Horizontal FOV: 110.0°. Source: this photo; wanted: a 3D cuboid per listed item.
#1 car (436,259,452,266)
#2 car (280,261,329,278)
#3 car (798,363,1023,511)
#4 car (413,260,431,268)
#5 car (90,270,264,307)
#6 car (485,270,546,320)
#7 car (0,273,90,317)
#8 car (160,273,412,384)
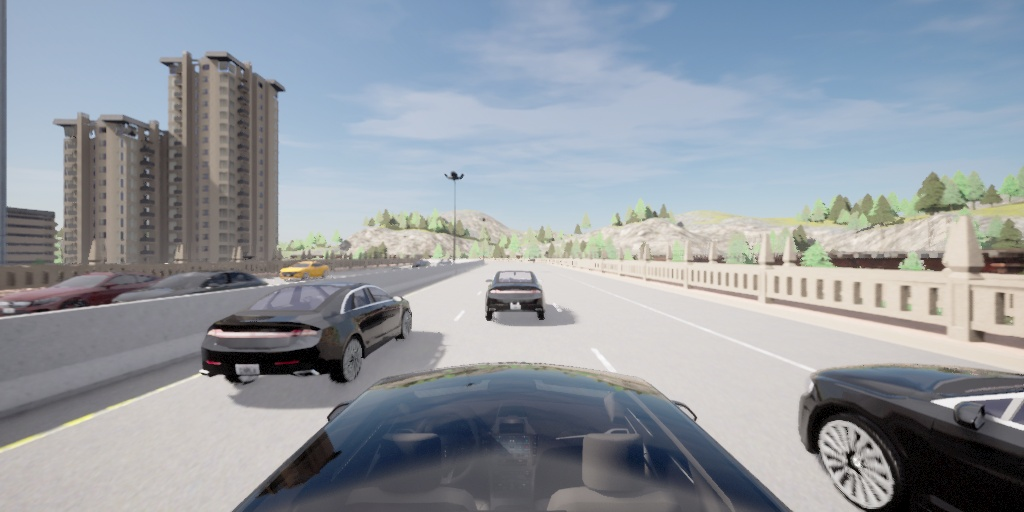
[{"bbox_3d":[-10.554,1.272,56.210,2.128,1.511,4.902,0,0,1],"label":"car"},{"bbox_3d":[-17.595,1.231,30.664,1.882,1.535,5.008,0,0,0],"label":"car"},{"bbox_3d":[3.602,1.242,1.366,2.128,1.511,4.902,0,0,0],"label":"car"},{"bbox_3d":[-14.052,1.344,55.916,1.994,1.385,4.181,0,0,0],"label":"car"},{"bbox_3d":[-10.600,1.256,12.287,1.837,1.490,4.892,0,0,0],"label":"car"},{"bbox_3d":[0.100,1.243,12.639,2.128,1.511,4.902,0,0,0],"label":"car"},{"bbox_3d":[-14.100,1.277,12.382,1.812,1.442,4.674,0,0,0],"label":"car"},{"bbox_3d":[-3.400,1.242,7.033,2.128,1.511,4.902,0,0,0],"label":"car"}]
